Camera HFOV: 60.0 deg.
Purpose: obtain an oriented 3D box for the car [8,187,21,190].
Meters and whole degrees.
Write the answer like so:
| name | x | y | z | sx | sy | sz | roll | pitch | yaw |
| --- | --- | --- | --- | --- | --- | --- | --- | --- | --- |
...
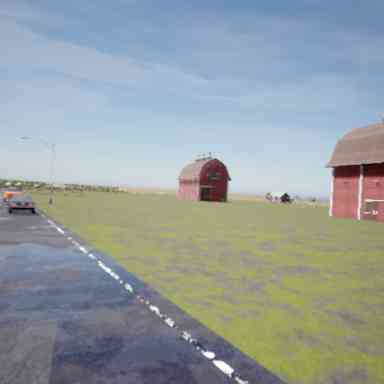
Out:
| name | x | y | z | sx | sy | sz | roll | pitch | yaw |
| --- | --- | --- | --- | --- | --- | --- | --- | --- | --- |
| car | -21.453 | 0.239 | 40.193 | 2.097 | 1.767 | 4.553 | 3 | 0 | -29 |

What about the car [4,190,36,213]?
| name | x | y | z | sx | sy | sz | roll | pitch | yaw |
| --- | --- | --- | --- | --- | --- | --- | --- | --- | --- |
| car | -13.419 | 0.857 | 26.170 | 2.033 | 1.411 | 5.357 | 3 | 0 | -30 |
